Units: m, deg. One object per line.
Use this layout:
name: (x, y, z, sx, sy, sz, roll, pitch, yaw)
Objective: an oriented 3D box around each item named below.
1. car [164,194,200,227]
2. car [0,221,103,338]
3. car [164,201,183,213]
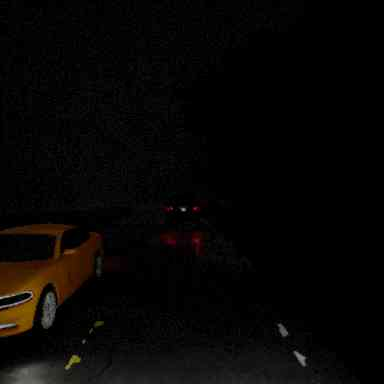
car: (-0.692, 1.188, 22.654, 2.150, 2.045, 5.566, 0, -1, -4)
car: (-3.227, 1.433, 6.856, 1.882, 1.535, 5.008, 0, 0, -1)
car: (-2.359, 1.845, 41.641, 2.033, 1.411, 5.357, 0, -1, -7)
